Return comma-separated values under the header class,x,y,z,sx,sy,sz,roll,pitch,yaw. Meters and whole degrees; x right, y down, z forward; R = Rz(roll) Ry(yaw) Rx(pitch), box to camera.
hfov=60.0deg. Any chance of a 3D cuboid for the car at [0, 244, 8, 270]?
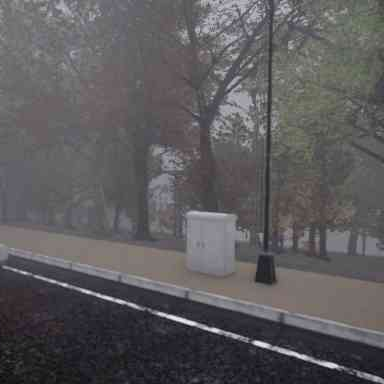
class,x,y,z,sx,sy,sz,roll,pitch,yaw
car,-6.755,1.442,8.519,4.718,1.301,1.895,1,1,36
